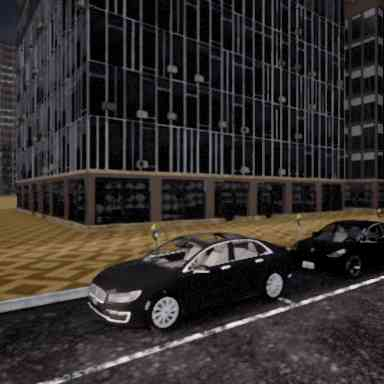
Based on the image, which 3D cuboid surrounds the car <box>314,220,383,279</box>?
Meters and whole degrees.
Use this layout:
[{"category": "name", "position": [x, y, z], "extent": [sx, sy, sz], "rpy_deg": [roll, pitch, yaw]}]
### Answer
[{"category": "car", "position": [4.834, 1.538, 10.004], "extent": [4.313, 1.339, 1.947], "rpy_deg": [0, 0, -35]}]

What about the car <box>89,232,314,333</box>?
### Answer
[{"category": "car", "position": [0.199, 1.540, 6.698], "extent": [4.403, 1.369, 2.008], "rpy_deg": [0, 0, -35]}]
